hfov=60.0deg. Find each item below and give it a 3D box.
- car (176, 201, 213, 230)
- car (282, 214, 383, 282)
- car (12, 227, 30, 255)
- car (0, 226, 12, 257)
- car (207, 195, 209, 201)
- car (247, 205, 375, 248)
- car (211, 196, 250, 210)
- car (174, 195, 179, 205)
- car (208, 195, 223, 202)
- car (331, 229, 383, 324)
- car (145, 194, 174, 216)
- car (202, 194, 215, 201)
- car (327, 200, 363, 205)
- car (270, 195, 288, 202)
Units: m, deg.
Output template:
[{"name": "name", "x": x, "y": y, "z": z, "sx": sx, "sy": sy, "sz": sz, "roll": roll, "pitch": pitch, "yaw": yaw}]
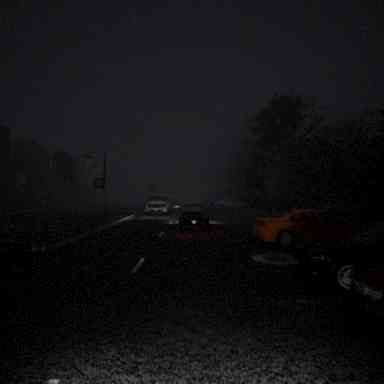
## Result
[{"name": "car", "x": 0.113, "y": 1.505, "z": 21.005, "sx": 1.812, "sy": 1.442, "sz": 4.674, "roll": 0, "pitch": 0, "yaw": 0}, {"name": "car", "x": 5.093, "y": 1.448, "z": 8.233, "sx": 5.008, "sy": 1.535, "sz": 2.097, "roll": 0, "pitch": 0, "yaw": 0}, {"name": "car", "x": -7.996, "y": 1.445, "z": 11.047, "sx": 4.892, "sy": 1.521, "sz": 2.231, "roll": 0, "pitch": 0, "yaw": 0}, {"name": "car", "x": -7.964, "y": 1.197, "z": 8.245, "sx": 5.566, "sy": 2.045, "sz": 2.435, "roll": 0, "pitch": 0, "yaw": 0}, {"name": "car", "x": 5.115, "y": 1.541, "z": 48.708, "sx": 4.892, "sy": 1.521, "sz": 2.231, "roll": 0, "pitch": 0, "yaw": 0}, {"name": "car", "x": 5.086, "y": 1.444, "z": 13.801, "sx": 5.008, "sy": 1.535, "sz": 2.097, "roll": 0, "pitch": 0, "yaw": 0}, {"name": "car", "x": 5.113, "y": 1.561, "z": 42.286, "sx": 4.674, "sy": 1.452, "sz": 2.002, "roll": 0, "pitch": 0, "yaw": 0}, {"name": "car", "x": -3.212, "y": 1.646, "z": 55.221, "sx": 1.994, "sy": 1.385, "sz": 4.181, "roll": 0, "pitch": 0, "yaw": 0}, {"name": "car", "x": 5.123, "y": 1.530, "z": 45.435, "sx": 5.008, "sy": 1.535, "sz": 2.097, "roll": 0, "pitch": 0, "yaw": 0}, {"name": "car", "x": 5.088, "y": 1.496, "z": 5.446, "sx": 4.674, "sy": 1.452, "sz": 2.002, "roll": 0, "pitch": 0, "yaw": 0}, {"name": "car", "x": -3.326, "y": 1.236, "z": 33.218, "sx": 2.150, "sy": 2.045, "sz": 5.566, "roll": 0, "pitch": 0, "yaw": 0}, {"name": "car", "x": 5.173, "y": 1.494, "z": 76.321, "sx": 4.553, "sy": 1.767, "sz": 2.185, "roll": 0, "pitch": 0, "yaw": 0}, {"name": "car", "x": 13.382, "y": 1.407, "z": 28.663, "sx": 4.181, "sy": 1.385, "sz": 1.994, "roll": -1, "pitch": -3, "yaw": -3}, {"name": "car", "x": 17.645, "y": 1.297, "z": 64.685, "sx": 5.008, "sy": 1.535, "sz": 1.882, "roll": -1, "pitch": -3, "yaw": -1}]
